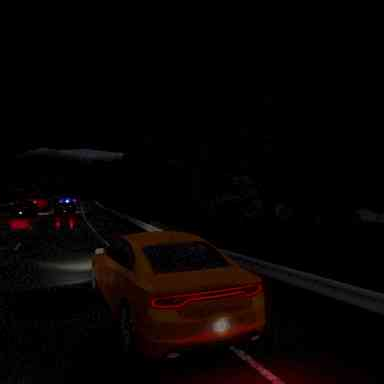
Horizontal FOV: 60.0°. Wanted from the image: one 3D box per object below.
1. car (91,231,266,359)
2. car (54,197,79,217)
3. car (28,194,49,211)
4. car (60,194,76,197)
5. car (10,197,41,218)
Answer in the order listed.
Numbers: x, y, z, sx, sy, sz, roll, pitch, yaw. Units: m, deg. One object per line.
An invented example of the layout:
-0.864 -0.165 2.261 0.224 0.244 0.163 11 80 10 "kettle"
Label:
-0.677 1.478 6.302 1.882 1.535 5.008 0 0 -25 "car"
-11.984 1.488 31.525 2.128 1.511 4.902 0 0 -19 "car"
-18.582 1.217 40.023 2.150 2.045 5.566 0 0 -19 "car"
-15.417 1.217 41.420 2.150 2.045 5.566 0 0 -18 "car"
-15.157 1.501 30.132 1.837 1.490 4.892 0 0 -19 "car"
